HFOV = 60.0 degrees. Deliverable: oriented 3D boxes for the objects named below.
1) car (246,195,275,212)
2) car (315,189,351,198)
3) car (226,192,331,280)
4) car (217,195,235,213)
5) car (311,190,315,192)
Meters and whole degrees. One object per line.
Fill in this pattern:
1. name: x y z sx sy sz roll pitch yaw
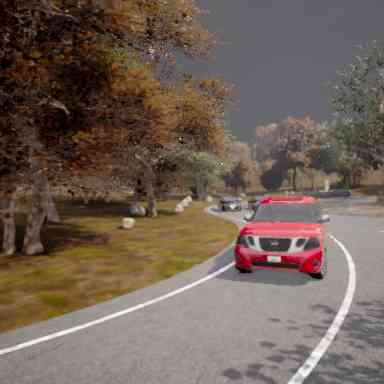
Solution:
1. car: 6.688 1.072 32.924 1.994 1.385 4.181 -2 1 -1
2. car: 22.197 0.240 51.739 4.674 1.442 1.812 -1 1 -5
3. car: 3.014 1.188 10.375 2.150 2.045 5.566 -1 1 23
4. car: 3.522 1.097 32.089 2.128 1.511 4.902 -2 1 -3
5. car: 21.002 0.240 54.760 5.357 1.411 2.033 -1 1 -8
